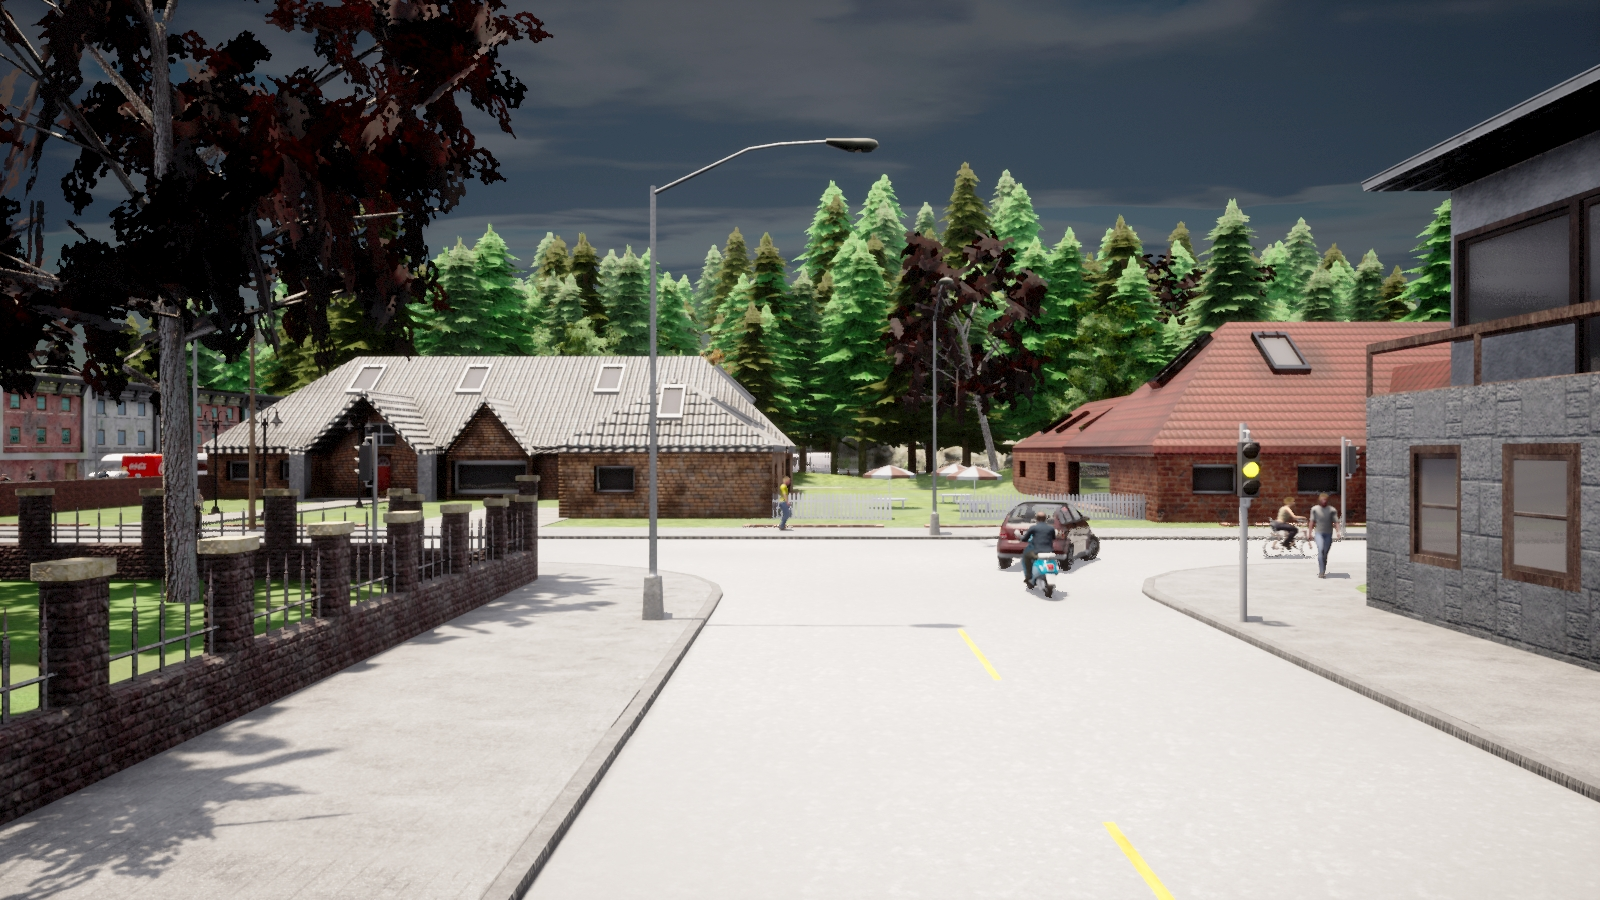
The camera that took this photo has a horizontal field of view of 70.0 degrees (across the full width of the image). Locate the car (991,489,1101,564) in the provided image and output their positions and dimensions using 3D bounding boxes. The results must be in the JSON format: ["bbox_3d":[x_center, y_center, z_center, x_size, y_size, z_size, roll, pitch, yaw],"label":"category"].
[{"bbox_3d":[6.088,1.807,27.951,1.789,1.549,3.705,-1,0,26],"label":"car"}]

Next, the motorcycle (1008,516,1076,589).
[{"bbox_3d":[4.673,1.962,22.200,0.856,1.236,1.805,0,0,-3],"label":"motorcycle"}]

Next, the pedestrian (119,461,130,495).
[{"bbox_3d":[-37.047,1.524,62.692,0.375,1.860,0.375,0,0,-1],"label":"pedestrian"}]

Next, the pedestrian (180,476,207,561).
[{"bbox_3d":[-13.489,1.523,25.408,0.375,1.860,0.375,0,0,4],"label":"pedestrian"}]

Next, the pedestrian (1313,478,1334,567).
[{"bbox_3d":[11.055,1.518,24.120,0.375,1.860,0.375,0,0,21],"label":"pedestrian"}]

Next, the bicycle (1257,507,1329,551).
[{"bbox_3d":[12.715,2.036,29.509,1.487,1.080,0.859,0,0,0],"label":"bicycle"}]

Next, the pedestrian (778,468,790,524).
[{"bbox_3d":[-0.541,1.524,37.923,0.375,1.860,0.375,0,0,2],"label":"pedestrian"}]
